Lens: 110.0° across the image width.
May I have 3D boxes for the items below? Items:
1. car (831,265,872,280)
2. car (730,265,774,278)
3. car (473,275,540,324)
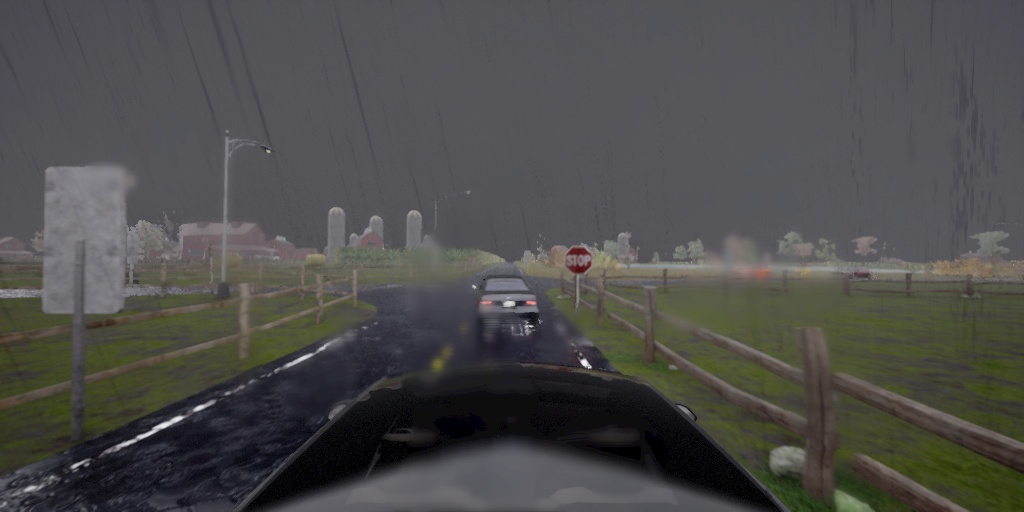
[{"bbox_3d":[42.518,2.042,44.953,4.553,1.767,2.097,1,-1,-18],"label":"car"},{"bbox_3d":[26.348,1.751,39.434,4.553,1.767,2.097,1,-1,-20],"label":"car"},{"bbox_3d":[-0.317,1.347,12.156,2.033,1.411,5.357,0,0,-6],"label":"car"}]
